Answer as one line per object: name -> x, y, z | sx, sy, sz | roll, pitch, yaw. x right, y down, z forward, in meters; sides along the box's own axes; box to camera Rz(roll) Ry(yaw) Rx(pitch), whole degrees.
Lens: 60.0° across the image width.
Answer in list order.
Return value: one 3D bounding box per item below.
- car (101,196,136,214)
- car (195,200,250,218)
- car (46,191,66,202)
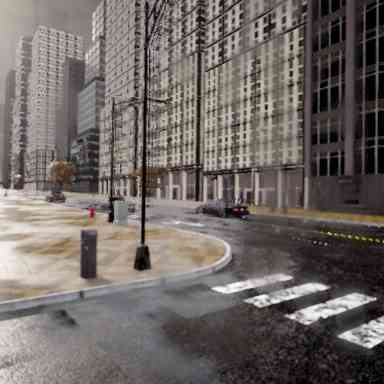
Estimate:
car -> -6.630, 1.136, 29.461 | 1.812, 1.442, 4.674 | 1, 0, -35
car -> 2.483, 1.381, 28.090 | 2.033, 1.411, 5.357 | 1, 0, -35
car -> -19.958, 0.585, 48.782 | 2.097, 1.767, 4.553 | 1, 0, -35
